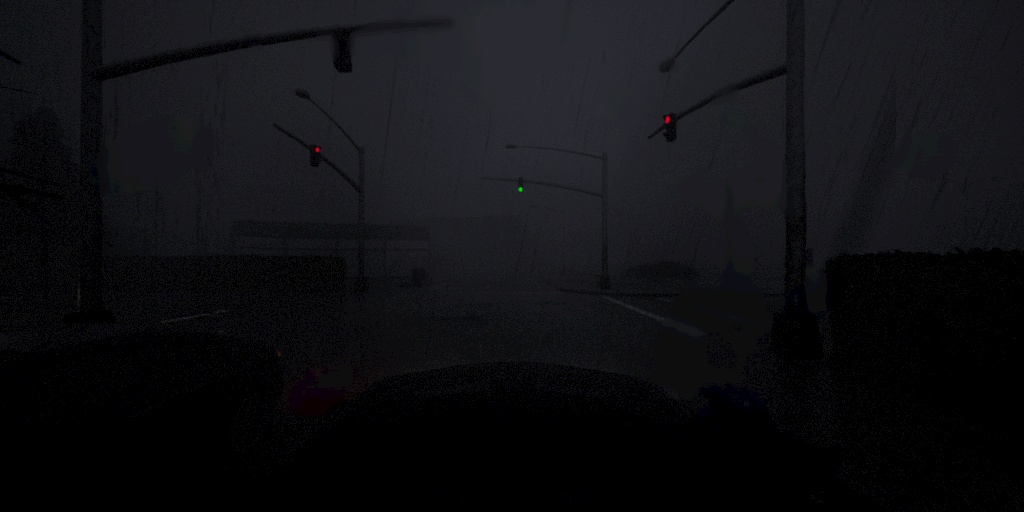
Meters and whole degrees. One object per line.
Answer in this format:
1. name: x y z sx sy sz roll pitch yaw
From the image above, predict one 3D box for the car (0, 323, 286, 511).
1. car: -3.499 1.278 2.298 1.812 1.442 4.674 0 0 0
